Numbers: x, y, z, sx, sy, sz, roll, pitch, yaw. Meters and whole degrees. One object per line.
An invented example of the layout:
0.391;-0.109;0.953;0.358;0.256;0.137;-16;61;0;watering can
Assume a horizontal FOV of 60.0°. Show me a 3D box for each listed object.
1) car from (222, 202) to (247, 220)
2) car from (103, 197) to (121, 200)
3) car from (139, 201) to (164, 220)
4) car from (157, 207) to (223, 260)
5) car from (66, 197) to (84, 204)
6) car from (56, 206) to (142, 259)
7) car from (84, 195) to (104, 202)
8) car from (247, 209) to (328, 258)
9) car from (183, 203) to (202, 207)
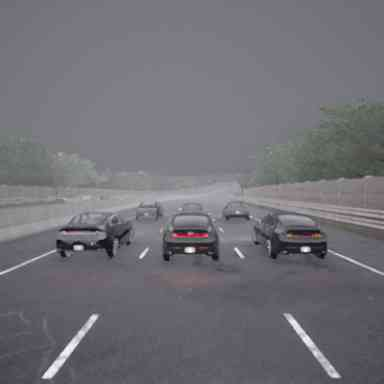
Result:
3.588;1.554;27.885;1.994;1.385;4.181;0;0;1;car
-13.376;1.569;58.059;1.895;1.301;4.718;0;0;2;car
-3.418;1.479;27.606;2.128;1.511;4.902;0;0;1;car
0.021;1.505;12.346;1.837;1.490;4.892;0;-1;2;car
-20.359;1.561;58.315;1.895;1.301;4.718;0;0;2;car
-3.462;1.493;12.629;2.128;1.511;4.902;0;0;0;car
-16.830;1.317;59.051;2.097;1.767;4.553;0;0;2;car
3.538;1.508;12.707;1.837;1.490;4.892;0;0;1;car
0.040;1.539;25.459;2.033;1.411;5.357;0;0;1;car
